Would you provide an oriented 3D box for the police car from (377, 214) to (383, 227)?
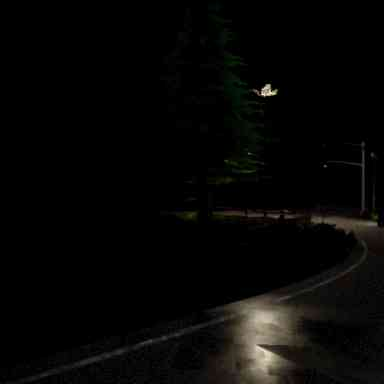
[{"bbox_3d":[14.470,1.773,22.582,2.038,1.542,4.974,0,-1,4],"label":"police car"}]
